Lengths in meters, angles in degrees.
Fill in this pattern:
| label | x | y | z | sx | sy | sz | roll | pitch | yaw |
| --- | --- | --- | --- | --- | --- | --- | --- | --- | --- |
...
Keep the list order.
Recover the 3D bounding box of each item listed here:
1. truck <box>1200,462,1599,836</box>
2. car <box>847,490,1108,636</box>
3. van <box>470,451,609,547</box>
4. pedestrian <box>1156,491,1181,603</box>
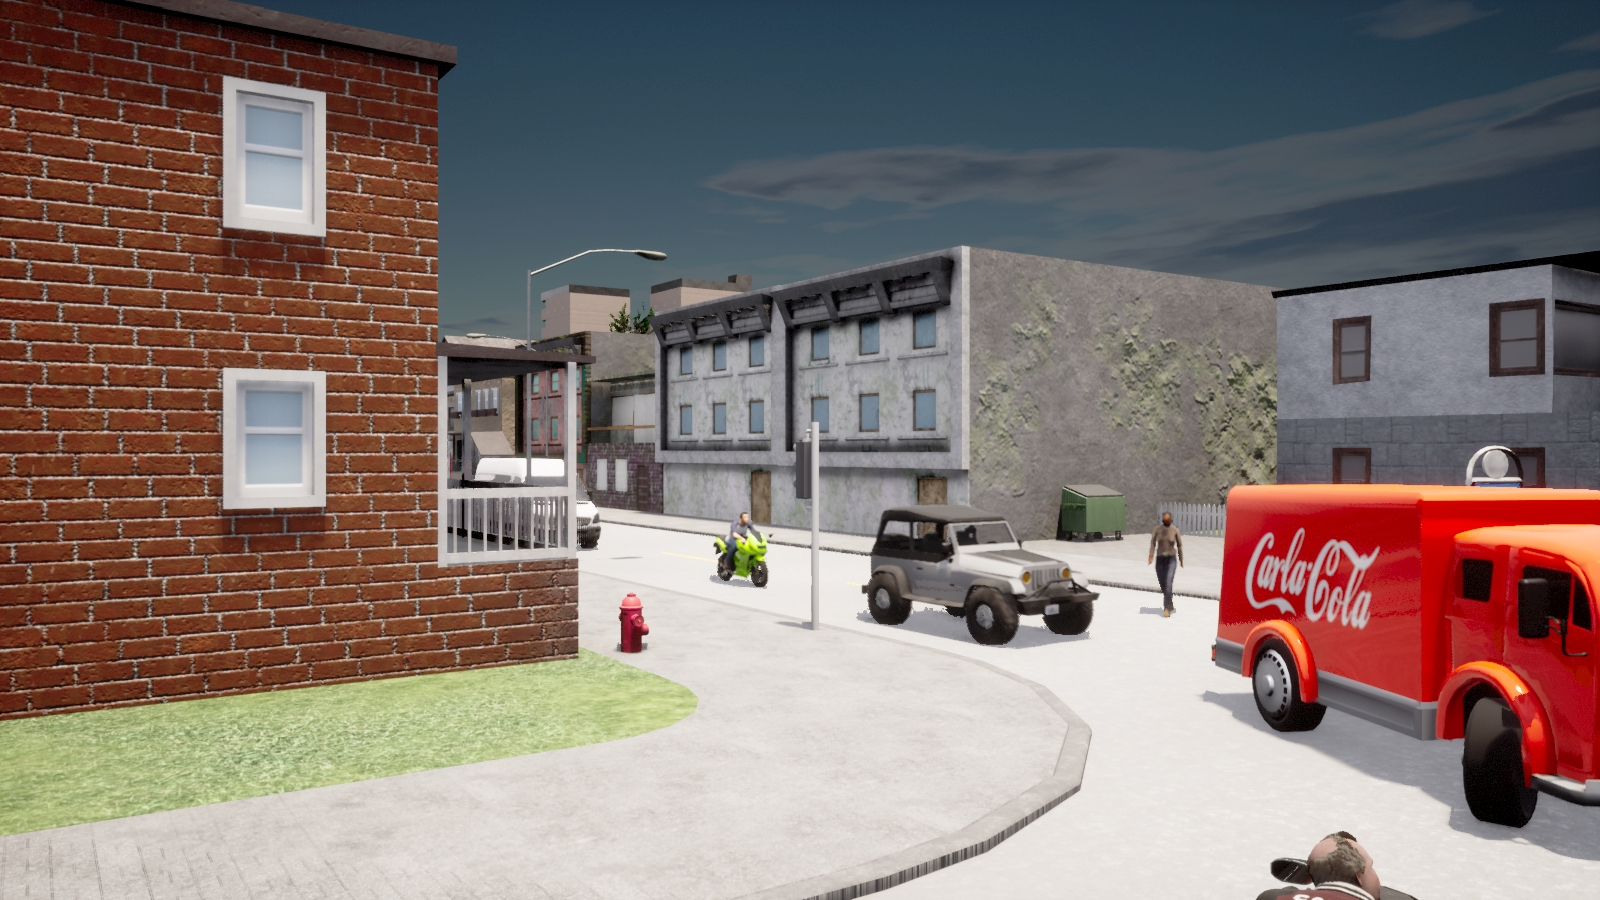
| label | x | y | z | sx | sy | sz | roll | pitch | yaw |
| --- | --- | --- | --- | --- | --- | --- | --- | --- | --- |
| truck | 6.072 | 1.354 | 10.336 | 2.627 | 2.467 | 5.204 | 0 | 0 | -6 |
| car | 2.661 | 1.637 | 17.923 | 1.905 | 1.878 | 3.866 | 0 | 0 | -35 |
| van | -7.742 | 1.314 | 33.457 | 1.988 | 2.561 | 5.915 | 0 | 0 | -34 |
| pedestrian | 6.235 | 1.628 | 19.349 | 0.375 | 1.860 | 0.375 | 0 | 0 | 22 |
